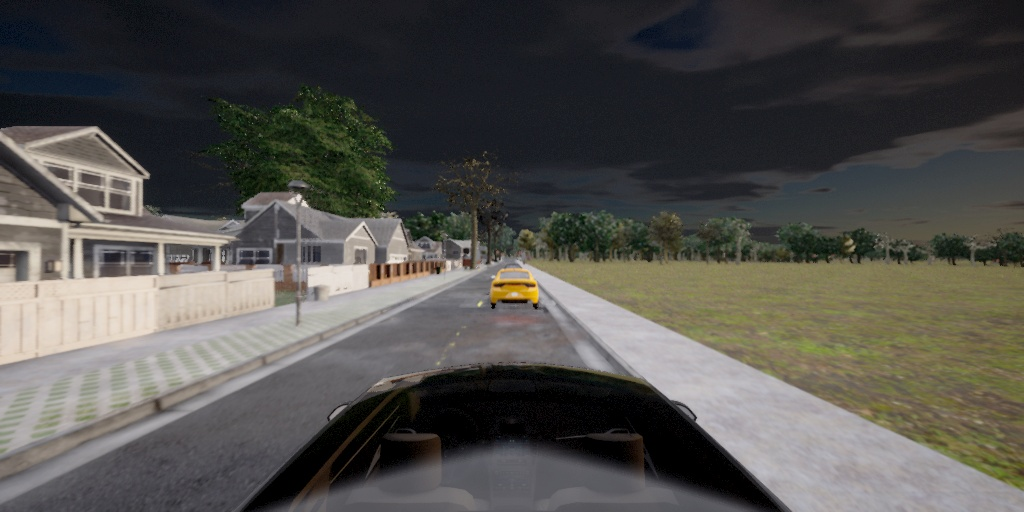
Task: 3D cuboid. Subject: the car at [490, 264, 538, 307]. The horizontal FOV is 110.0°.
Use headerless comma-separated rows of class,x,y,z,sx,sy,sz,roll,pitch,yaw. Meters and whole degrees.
car,0.096,1.295,15.820,1.882,1.535,5.008,0,0,0
